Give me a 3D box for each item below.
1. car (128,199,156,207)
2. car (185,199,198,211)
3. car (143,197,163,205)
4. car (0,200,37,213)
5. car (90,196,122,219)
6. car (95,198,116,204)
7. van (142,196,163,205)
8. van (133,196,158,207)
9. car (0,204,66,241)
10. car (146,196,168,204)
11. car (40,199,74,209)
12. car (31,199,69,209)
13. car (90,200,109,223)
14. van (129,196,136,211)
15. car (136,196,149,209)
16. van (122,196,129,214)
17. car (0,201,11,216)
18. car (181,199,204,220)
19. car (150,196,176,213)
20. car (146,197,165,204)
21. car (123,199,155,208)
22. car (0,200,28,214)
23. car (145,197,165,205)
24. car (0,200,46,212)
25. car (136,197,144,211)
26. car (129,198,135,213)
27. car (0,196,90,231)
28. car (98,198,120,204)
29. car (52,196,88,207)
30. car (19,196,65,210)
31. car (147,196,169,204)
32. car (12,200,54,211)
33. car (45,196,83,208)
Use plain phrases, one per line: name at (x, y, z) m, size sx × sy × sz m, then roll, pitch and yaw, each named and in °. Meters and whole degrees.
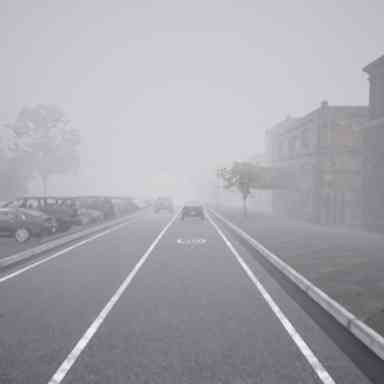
car at (-8.986, 2.010, 60.367) m, size 4.792 × 1.488 × 2.163 m, roll 0°, pitch -1°, yaw 0°
car at (-0.028, 1.795, 47.055) m, size 1.801 × 1.575 × 5.366 m, roll 0°, pitch -1°, yaw 0°
car at (-9.032, 2.096, 77.187) m, size 4.553 × 1.767 × 2.185 m, roll 0°, pitch -1°, yaw 0°
car at (-21.980, 1.734, 40.600) m, size 5.008 × 1.535 × 2.097 m, roll 0°, pitch -1°, yaw 0°
car at (-8.906, 1.331, 26.737) m, size 5.566 × 2.045 × 2.435 m, roll 0°, pitch -1°, yaw 0°
car at (-22.107, 2.339, 85.189) m, size 4.892 × 1.521 × 2.231 m, roll 0°, pitch -1°, yaw 0°
van at (-8.877, 1.956, 74.386) m, size 4.442 × 1.987 × 1.878 m, roll 0°, pitch -1°, yaw 0°
van at (-8.847, 1.795, 63.174) m, size 4.442 × 1.987 × 1.878 m, roll 0°, pitch -1°, yaw 0°
car at (-8.861, 1.498, 15.525) m, size 4.892 × 1.521 × 2.231 m, roll 0°, pitch 0°, yaw 0°
car at (-8.994, 2.091, 85.598) m, size 5.566 × 2.045 × 2.435 m, roll 0°, pitch -1°, yaw 0°
car at (-22.018, 1.939, 54.399) m, size 4.674 × 1.452 × 2.002 m, roll 0°, pitch -1°, yaw 0°
car at (-22.009, 1.864, 51.739) m, size 5.008 × 1.535 × 2.097 m, roll 0°, pitch -1°, yaw 0°
car at (-8.880, 1.556, 23.930) m, size 4.892 × 1.521 × 2.231 m, roll 0°, pitch -1°, yaw 0°
van at (-9.015, 1.478, 37.948) m, size 4.442 × 1.987 × 1.878 m, roll 0°, pitch -1°, yaw 0°
car at (-8.942, 1.514, 43.555) m, size 5.566 × 2.045 × 2.435 m, roll 0°, pitch -1°, yaw 0°
van at (-8.771, 1.415, 32.342) m, size 4.442 × 1.987 × 1.878 m, roll 0°, pitch -1°, yaw 0°
car at (-21.970, 1.712, 35.028) m, size 4.674 × 1.452 × 2.002 m, roll 0°, pitch -1°, yaw 0°
car at (0.058, 1.628, 30.014) m, size 1.882 × 1.535 × 5.008 m, roll 0°, pitch -1°, yaw 0°
car at (-3.389, 1.487, 40.629) m, size 2.150 × 2.045 × 5.566 m, roll 0°, pitch -1°, yaw 0°
car at (-8.984, 2.177, 82.793) m, size 4.553 × 1.767 × 2.185 m, roll 0°, pitch -1°, yaw 0°
car at (-9.135, 1.937, 57.564) m, size 5.366 × 1.575 × 1.946 m, roll 0°, pitch -1°, yaw 0°
car at (-21.793, 1.700, 37.814) m, size 5.366 × 1.575 × 1.946 m, roll 0°, pitch -1°, yaw 0°
car at (-8.976, 2.136, 79.990) m, size 4.553 × 1.767 × 2.185 m, roll 0°, pitch -1°, yaw 0°
car at (-21.963, 1.795, 43.384) m, size 4.792 × 1.488 × 2.163 m, roll 0°, pitch -1°, yaw 0°
car at (-8.901, 1.734, 40.749) m, size 5.008 × 1.535 × 2.097 m, roll 0°, pitch -1°, yaw 0°
car at (-8.887, 1.673, 35.143) m, size 4.892 × 1.521 × 2.231 m, roll 0°, pitch -1°, yaw 0°
car at (-8.897, 1.262, 18.327) m, size 5.566 × 2.045 × 2.435 m, roll 0°, pitch 0°, yaw 0°
car at (-21.923, 2.375, 87.966) m, size 5.366 × 1.575 × 1.946 m, roll 0°, pitch -1°, yaw 0°
car at (-22.007, 1.725, 59.972) m, size 5.566 × 2.045 × 2.435 m, roll 0°, pitch -1°, yaw 0°
car at (-21.979, 1.578, 48.955) m, size 5.566 × 2.045 × 2.435 m, roll 0°, pitch -1°, yaw 0°
car at (-9.001, 2.131, 88.401) m, size 5.566 × 2.045 × 2.435 m, roll 0°, pitch -1°, yaw 0°
car at (-22.028, 1.826, 46.169) m, size 4.792 × 1.488 × 2.163 m, roll 0°, pitch -1°, yaw 0°
car at (-21.999, 1.687, 57.310) m, size 5.566 × 2.045 × 2.435 m, roll 0°, pitch -1°, yaw 0°
